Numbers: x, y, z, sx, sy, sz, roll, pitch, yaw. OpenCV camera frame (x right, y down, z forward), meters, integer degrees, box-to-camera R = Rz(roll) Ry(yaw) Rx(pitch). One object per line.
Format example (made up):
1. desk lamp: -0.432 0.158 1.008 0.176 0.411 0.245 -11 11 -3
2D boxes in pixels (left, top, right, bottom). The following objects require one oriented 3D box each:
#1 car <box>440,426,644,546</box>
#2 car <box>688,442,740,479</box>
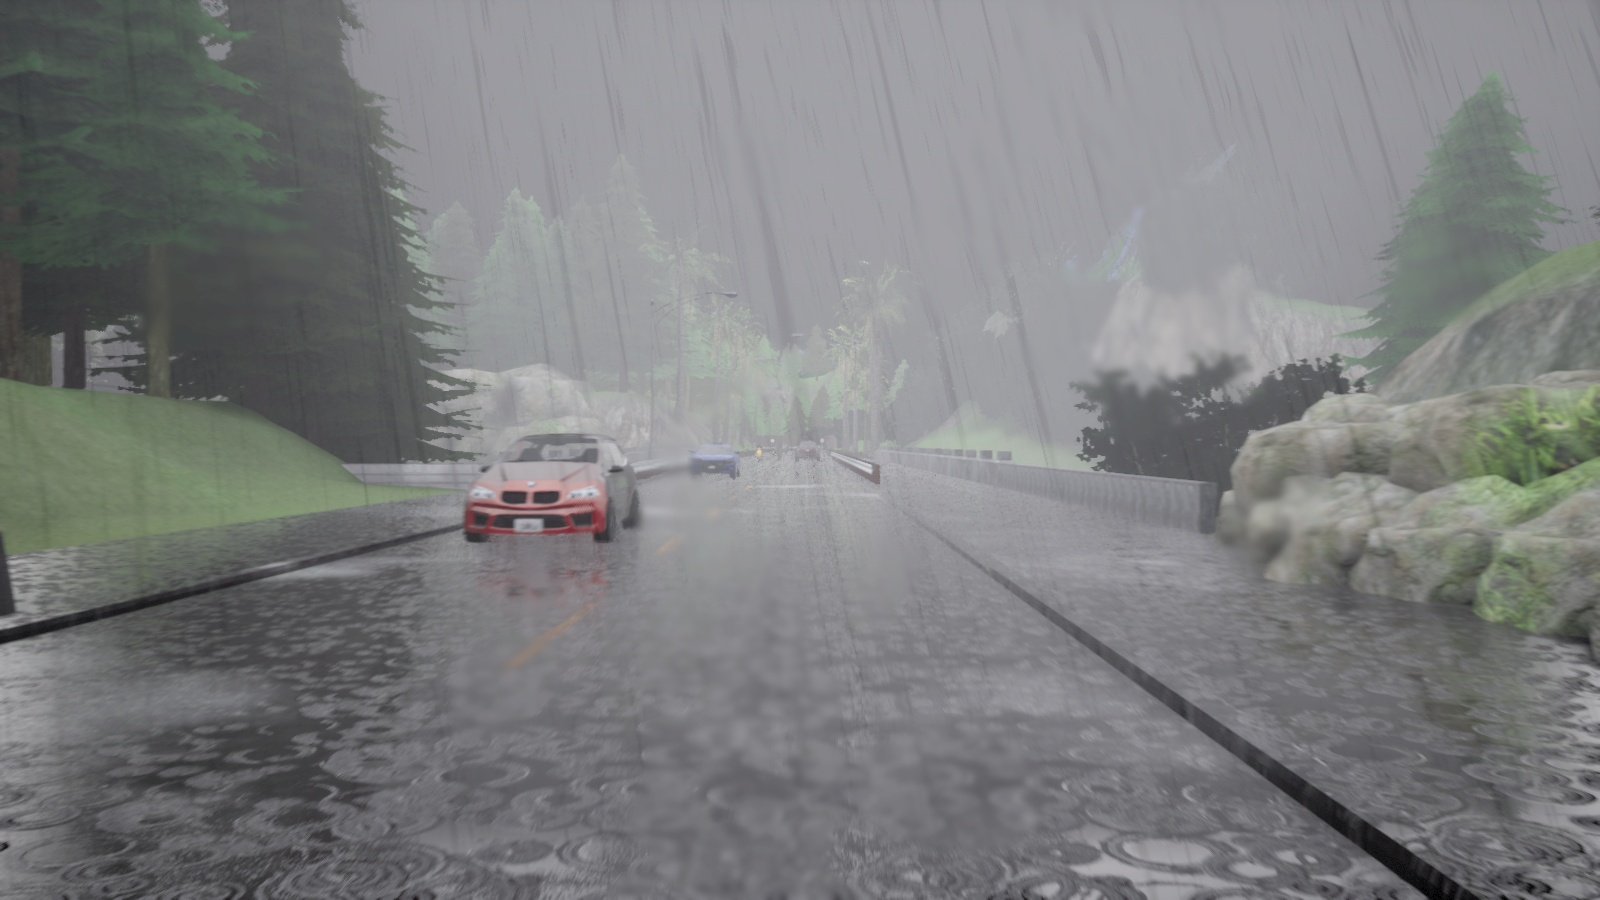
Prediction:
1. car: -3.869 0.484 19.774 2.242 1.667 4.611 0 0 0
2. car: -3.662 0.436 54.475 1.882 1.535 5.008 0 0 0
